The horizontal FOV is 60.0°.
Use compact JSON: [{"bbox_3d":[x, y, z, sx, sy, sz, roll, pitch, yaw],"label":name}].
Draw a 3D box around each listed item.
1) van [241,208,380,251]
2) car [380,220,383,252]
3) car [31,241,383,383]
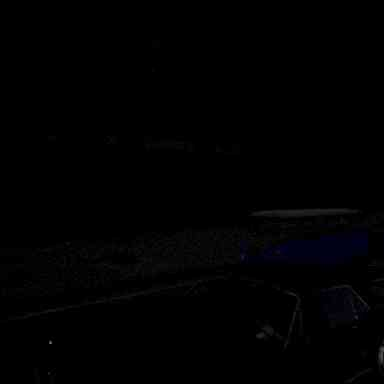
[{"bbox_3d":[3.054,1.340,8.830,3.998,1.788,1.690,0,0,-35],"label":"van"},{"bbox_3d":[7.671,1.582,12.118,4.206,1.307,1.802,0,0,-35],"label":"car"},{"bbox_3d":[0.772,1.600,3.927,4.718,1.301,1.895,0,0,-35],"label":"car"}]
